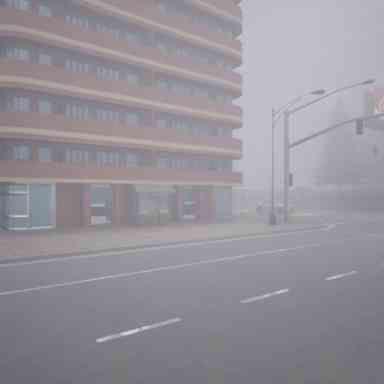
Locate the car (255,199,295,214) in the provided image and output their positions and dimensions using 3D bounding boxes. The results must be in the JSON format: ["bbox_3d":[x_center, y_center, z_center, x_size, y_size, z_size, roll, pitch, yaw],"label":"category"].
[{"bbox_3d":[8.903,1.521,36.193,1.812,1.442,4.674,0,0,-36],"label":"car"}]
